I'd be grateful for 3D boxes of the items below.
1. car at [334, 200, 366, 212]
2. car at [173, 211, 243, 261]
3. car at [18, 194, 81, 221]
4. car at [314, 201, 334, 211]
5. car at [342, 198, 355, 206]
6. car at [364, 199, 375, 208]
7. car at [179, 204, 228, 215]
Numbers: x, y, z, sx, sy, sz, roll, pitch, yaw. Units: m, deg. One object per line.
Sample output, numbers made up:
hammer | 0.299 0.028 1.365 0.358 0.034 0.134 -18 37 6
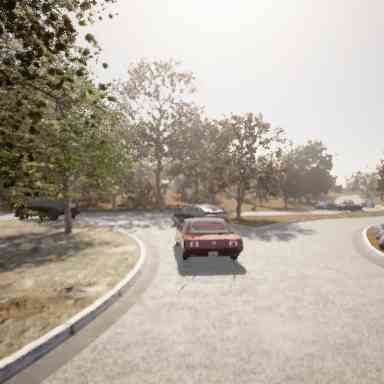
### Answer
car | 21.602 2.061 45.416 4.718 1.301 1.895 1 -1 -45
car | 0.404 1.609 12.322 1.895 1.301 4.718 0 0 -7
car | -11.741 1.209 27.242 5.566 2.045 2.150 0 0 25
car | 19.314 2.022 47.838 1.994 1.385 4.181 0 -1 45
car | 28.705 1.829 61.027 1.994 1.385 4.181 0 0 25
car | 31.659 2.006 59.672 2.128 1.511 4.902 0 0 25
car | 0.429 1.508 20.984 2.128 1.511 4.902 0 0 -28
